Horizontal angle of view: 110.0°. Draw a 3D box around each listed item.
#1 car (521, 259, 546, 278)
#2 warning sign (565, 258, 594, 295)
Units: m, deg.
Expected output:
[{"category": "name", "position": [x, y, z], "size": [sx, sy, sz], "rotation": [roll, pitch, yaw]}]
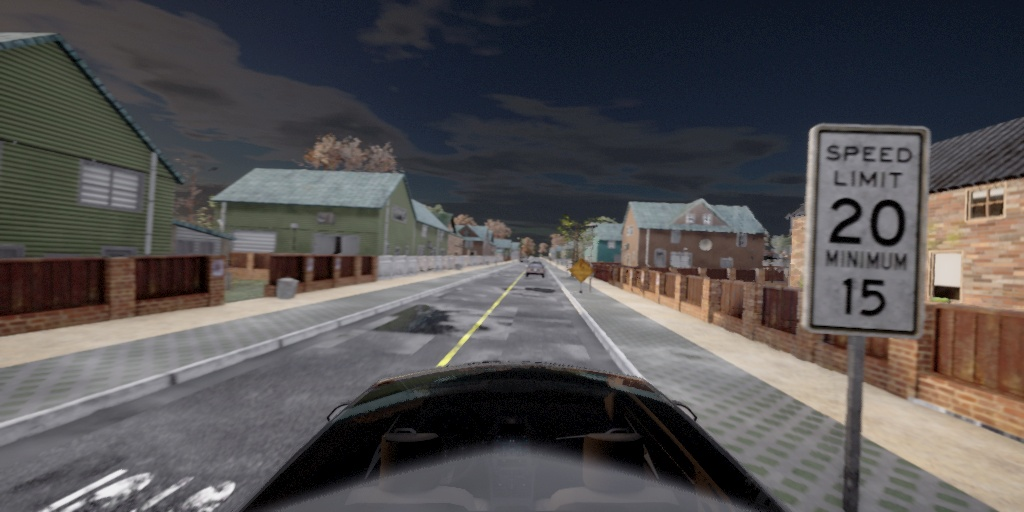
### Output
[{"category": "car", "position": [2.335, 1.362, 35.552], "size": [2.033, 1.411, 5.357], "rotation": [3, 0, 5]}, {"category": "warning sign", "position": [3.542, 1.027, 18.479], "size": [1.300, 1.860, 1.060], "rotation": [0, 0, 4]}]
